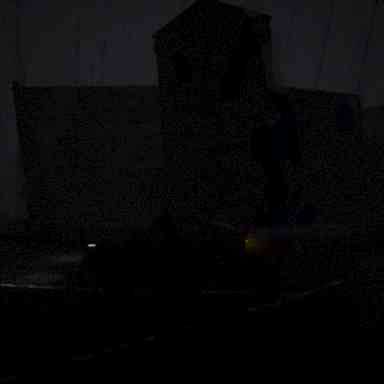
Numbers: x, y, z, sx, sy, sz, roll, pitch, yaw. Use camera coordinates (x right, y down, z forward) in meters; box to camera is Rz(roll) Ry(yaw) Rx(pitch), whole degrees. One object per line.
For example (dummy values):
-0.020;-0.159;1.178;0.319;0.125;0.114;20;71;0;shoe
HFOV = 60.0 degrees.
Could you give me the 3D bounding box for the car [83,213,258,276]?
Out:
-0.560;1.322;9.138;4.674;1.442;1.812;0;4;-1;car
